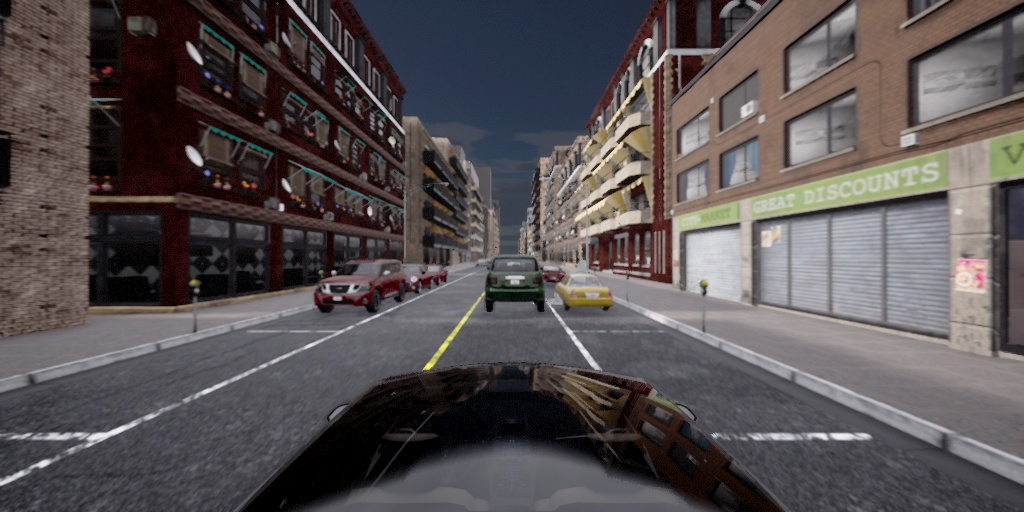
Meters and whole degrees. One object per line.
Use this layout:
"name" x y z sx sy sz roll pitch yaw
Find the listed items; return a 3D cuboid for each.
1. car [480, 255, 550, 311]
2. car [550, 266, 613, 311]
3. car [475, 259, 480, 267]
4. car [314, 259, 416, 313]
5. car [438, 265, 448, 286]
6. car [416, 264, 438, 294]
"car" 0.122 0.965 14.615 2.150 2.045 5.566 0 0 0
"car" 2.699 1.270 14.358 1.751 1.417 4.829 0 0 0
"car" -5.641 1.265 64.924 2.007 1.370 4.403 0 0 0
"car" -5.682 1.058 14.199 2.192 1.841 5.009 0 0 0
"car" -5.673 1.283 25.472 1.888 1.381 4.507 0 0 0
"car" -5.678 1.180 19.835 1.967 1.591 4.097 0 0 0
